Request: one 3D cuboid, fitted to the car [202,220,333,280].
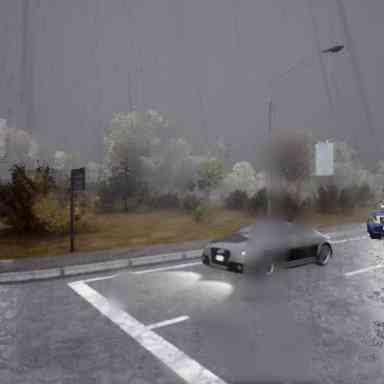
[{"bbox_3d":[2.343,1.559,9.972,4.181,1.385,1.994,0,0,-36],"label":"car"}]

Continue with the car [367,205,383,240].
[{"bbox_3d":[10.643,1.213,15.877,5.566,2.045,2.150,0,0,-35],"label":"car"}]
